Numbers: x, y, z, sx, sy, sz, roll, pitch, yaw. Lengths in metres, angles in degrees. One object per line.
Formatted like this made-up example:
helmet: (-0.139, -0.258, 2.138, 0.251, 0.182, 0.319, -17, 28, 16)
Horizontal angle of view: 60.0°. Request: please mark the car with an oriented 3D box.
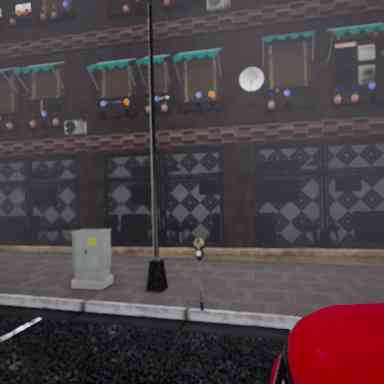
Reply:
car: (3.157, 1.221, 1.528, 5.566, 2.045, 2.150, 0, 0, 12)
